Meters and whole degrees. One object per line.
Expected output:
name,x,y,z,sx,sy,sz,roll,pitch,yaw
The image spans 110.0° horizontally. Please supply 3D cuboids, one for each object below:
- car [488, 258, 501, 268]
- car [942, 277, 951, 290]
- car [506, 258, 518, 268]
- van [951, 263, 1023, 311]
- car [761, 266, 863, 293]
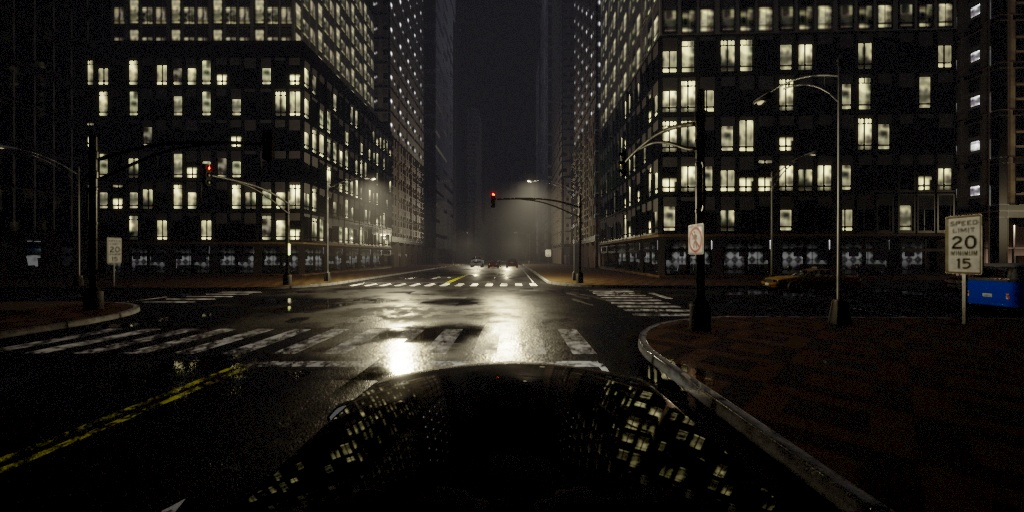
car,-3.237,1.460,63.180,1.895,1.301,4.718,0,0,0
car,26.926,1.356,20.075,4.207,1.307,1.802,0,0,2
car,0.014,1.212,63.536,2.097,1.767,4.553,0,0,0
van,18.361,1.119,12.390,3.998,1.789,1.690,0,0,2
car,17.092,1.293,20.562,4.829,1.417,1.751,0,0,2
